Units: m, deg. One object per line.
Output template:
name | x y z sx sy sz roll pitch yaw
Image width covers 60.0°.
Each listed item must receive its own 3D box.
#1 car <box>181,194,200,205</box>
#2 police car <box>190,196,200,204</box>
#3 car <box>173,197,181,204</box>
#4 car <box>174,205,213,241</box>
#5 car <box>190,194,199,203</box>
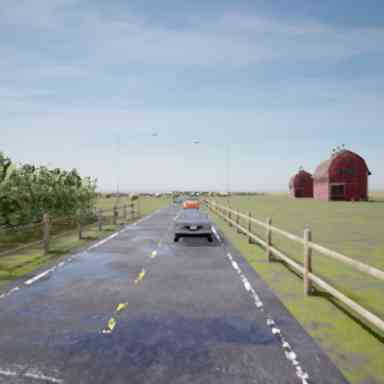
car | -0.044 1.525 45.330 2.097 1.767 4.553 0 0 0
police car | 0.596 1.687 71.248 1.930 1.638 5.238 0 0 0
car | -2.972 1.768 69.396 2.128 1.511 4.902 0 0 0
car | 0.044 1.614 17.006 2.033 1.411 5.357 0 0 0
car | 0.562 1.520 81.168 2.150 2.045 5.566 0 0 0
